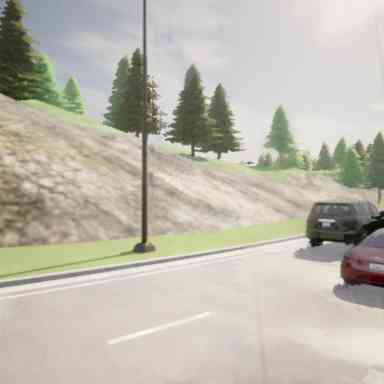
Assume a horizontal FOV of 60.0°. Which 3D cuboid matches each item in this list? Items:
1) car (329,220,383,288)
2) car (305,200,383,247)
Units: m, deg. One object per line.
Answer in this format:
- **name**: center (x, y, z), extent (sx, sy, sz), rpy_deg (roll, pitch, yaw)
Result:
- **car**: center (5.636, 1.653, 8.769), extent (4.181, 1.385, 1.994), rpy_deg (0, -1, -42)
- **car**: center (7.126, 1.376, 14.941), extent (2.150, 2.045, 5.566), rpy_deg (0, 0, 44)
